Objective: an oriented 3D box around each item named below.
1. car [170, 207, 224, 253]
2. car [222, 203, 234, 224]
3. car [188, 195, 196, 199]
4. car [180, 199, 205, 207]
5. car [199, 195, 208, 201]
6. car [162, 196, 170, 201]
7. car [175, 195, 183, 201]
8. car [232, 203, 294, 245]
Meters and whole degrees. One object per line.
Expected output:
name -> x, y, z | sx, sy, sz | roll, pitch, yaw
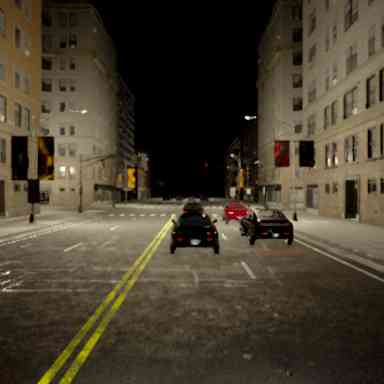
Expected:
car -> 0.099, 1.541, 13.620 | 1.812, 1.442, 4.674 | 0, 0, 0
car -> 3.248, 1.555, 24.706 | 1.812, 1.442, 4.674 | 0, 0, 0
car -> -0.010, 1.700, 85.426 | 1.895, 1.301, 4.718 | 0, 0, 0
car -> 0.097, 1.557, 25.913 | 1.812, 1.442, 4.674 | 0, 0, 0
car -> 3.240, 1.645, 85.396 | 2.033, 1.411, 5.357 | 0, 0, 0
car -> -6.510, 1.647, 85.009 | 2.033, 1.411, 5.357 | 0, 0, 0
car -> -3.260, 1.585, 85.009 | 1.882, 1.535, 5.008 | 0, 0, 0
car -> 3.338, 1.509, 15.612 | 2.128, 1.511, 4.902 | 0, 0, 0
